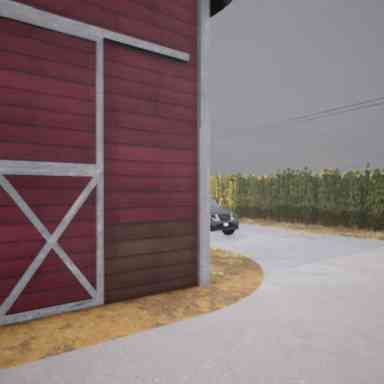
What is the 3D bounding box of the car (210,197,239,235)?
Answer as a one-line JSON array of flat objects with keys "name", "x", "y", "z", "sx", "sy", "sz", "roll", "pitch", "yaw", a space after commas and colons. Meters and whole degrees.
[{"name": "car", "x": 0.154, "y": 1.201, "z": 18.227, "sx": 2.150, "sy": 2.045, "sz": 5.566, "roll": 0, "pitch": 0, "yaw": -32}]
